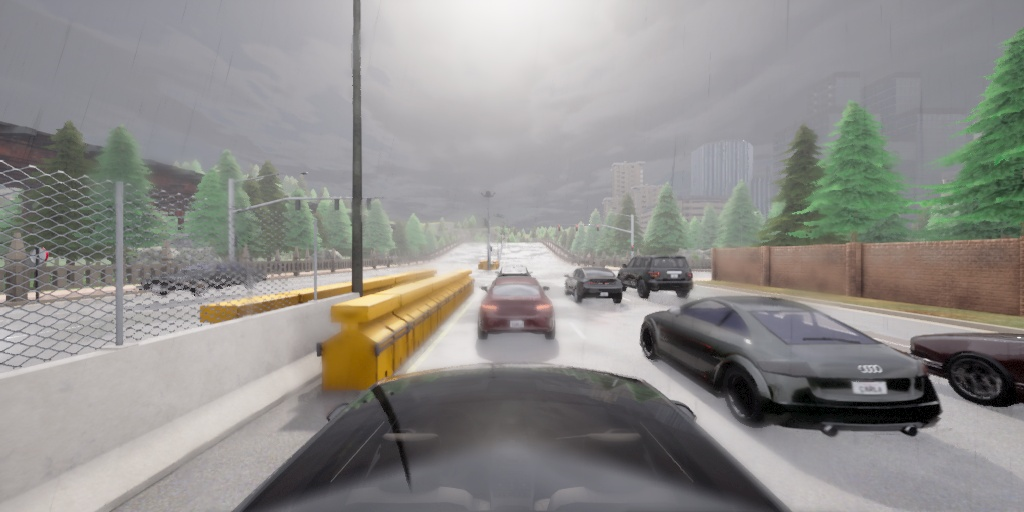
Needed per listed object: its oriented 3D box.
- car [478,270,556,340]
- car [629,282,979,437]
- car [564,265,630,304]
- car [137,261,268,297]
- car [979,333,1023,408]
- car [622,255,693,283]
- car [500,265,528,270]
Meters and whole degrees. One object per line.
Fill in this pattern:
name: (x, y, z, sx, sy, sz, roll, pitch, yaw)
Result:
car: (0.104, 1.275, 9.884, 1.812, 1.442, 4.674, 0, 0, 0)
car: (3.609, 1.314, 5.655, 1.994, 1.385, 4.181, 0, 0, -1)
car: (3.605, 1.254, 16.424, 1.837, 1.490, 4.892, 0, 0, 0)
car: (-13.995, 0.943, 16.789, 2.033, 1.411, 5.357, 0, 0, 0)
car: (7.103, 1.298, 3.147, 2.033, 1.411, 5.357, 0, 0, 0)
car: (7.105, 0.971, 18.366, 2.150, 2.045, 5.566, 0, 0, 0)
car: (0.107, 1.241, 19.130, 2.128, 1.511, 4.902, 0, 0, 0)
